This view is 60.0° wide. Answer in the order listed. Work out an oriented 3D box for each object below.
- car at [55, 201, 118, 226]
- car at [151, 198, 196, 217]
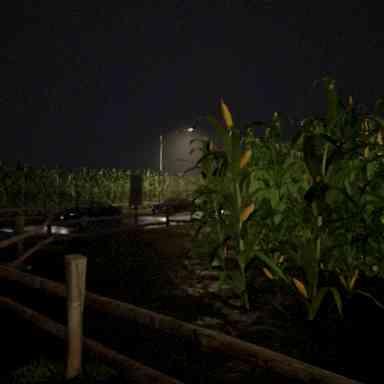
[{"bbox_3d":[-6.482,1.302,21.150,1.994,1.385,4.181,1,1,35],"label":"car"},{"bbox_3d":[-1.446,1.209,28.141,1.812,1.442,4.674,1,1,35],"label":"car"}]
